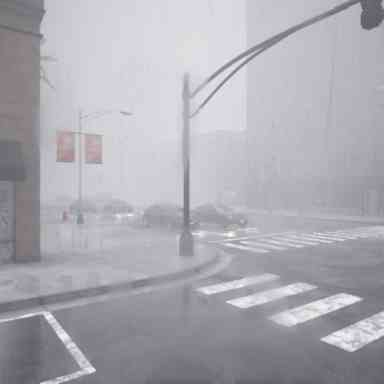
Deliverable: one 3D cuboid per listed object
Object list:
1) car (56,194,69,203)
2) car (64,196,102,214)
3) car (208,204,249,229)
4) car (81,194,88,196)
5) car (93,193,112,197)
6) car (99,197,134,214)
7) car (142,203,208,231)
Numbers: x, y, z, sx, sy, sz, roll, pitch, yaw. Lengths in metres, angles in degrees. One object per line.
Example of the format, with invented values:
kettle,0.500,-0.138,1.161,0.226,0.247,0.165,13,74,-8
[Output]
car,-25.120,1.252,64.973,2.097,1.767,4.553,0,0,-36
car,-11.294,1.461,34.313,1.837,1.490,4.892,0,0,-36
car,1.619,1.505,21.960,1.812,1.442,4.674,0,0,-37
car,-21.540,1.250,65.459,2.097,1.767,4.553,0,0,-32
car,-15.498,1.136,57.165,2.150,2.045,5.566,0,0,-36
car,-7.801,1.519,35.022,1.994,1.385,4.181,0,0,-36
car,-1.419,1.485,20.590,1.837,1.490,4.892,0,1,-36
